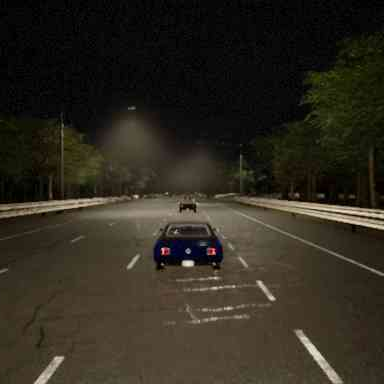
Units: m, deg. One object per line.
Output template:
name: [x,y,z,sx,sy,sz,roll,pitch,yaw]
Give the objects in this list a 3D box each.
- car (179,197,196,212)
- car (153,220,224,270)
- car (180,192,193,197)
car: [-0.475,1.539,37.931,1.895,1.301,4.718,0,0,-1]
car: [-0.124,1.583,10.945,1.895,1.301,4.718,0,0,-1]
car: [-0.858,1.242,67.080,2.097,1.767,4.553,0,0,-1]
